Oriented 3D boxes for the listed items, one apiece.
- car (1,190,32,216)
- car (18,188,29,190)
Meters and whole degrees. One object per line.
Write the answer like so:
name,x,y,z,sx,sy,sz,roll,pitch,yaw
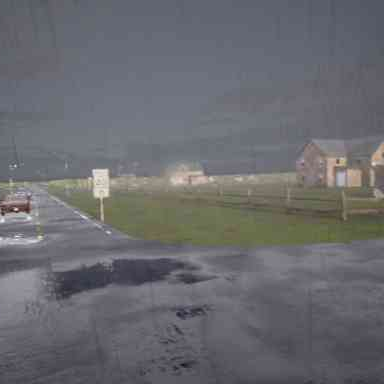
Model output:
car,-14.000,0.935,26.616,1.882,1.535,5.008,-3,3,-25
car,-23.603,0.228,46.686,2.097,1.767,4.553,-3,2,-25
